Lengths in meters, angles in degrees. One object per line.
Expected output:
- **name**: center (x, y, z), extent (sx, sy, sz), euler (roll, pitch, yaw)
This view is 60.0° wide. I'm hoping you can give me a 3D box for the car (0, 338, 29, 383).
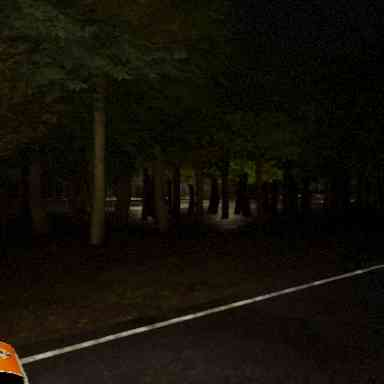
- **car**: center (-3.171, 1.352, 1.487), extent (4.553, 1.767, 2.097), euler (0, 0, -35)
